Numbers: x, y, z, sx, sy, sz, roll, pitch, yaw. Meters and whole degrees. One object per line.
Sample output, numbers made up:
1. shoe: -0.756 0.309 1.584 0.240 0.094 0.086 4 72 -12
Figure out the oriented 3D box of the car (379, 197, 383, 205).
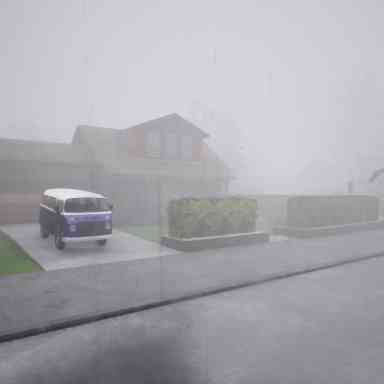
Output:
1. car: 24.700 0.985 41.441 3.866 1.878 1.905 0 0 0
